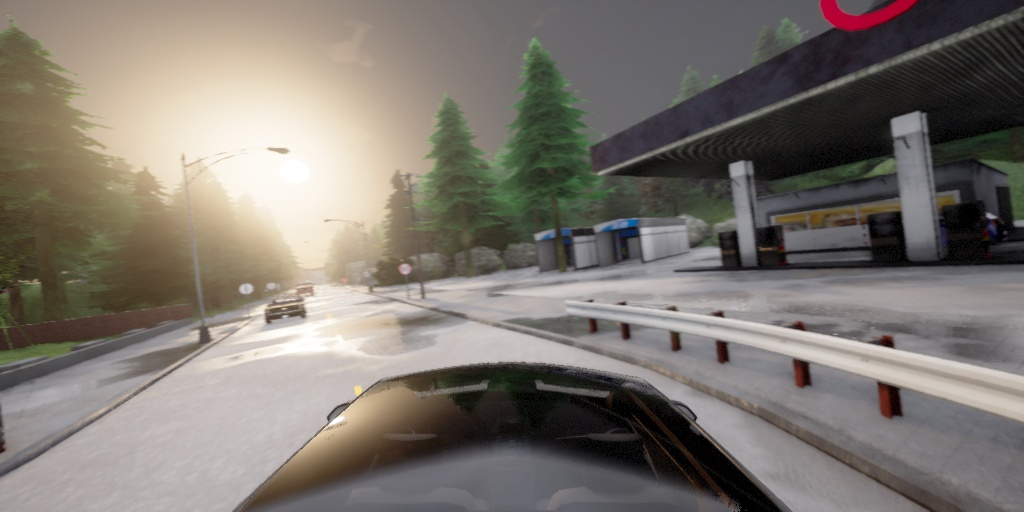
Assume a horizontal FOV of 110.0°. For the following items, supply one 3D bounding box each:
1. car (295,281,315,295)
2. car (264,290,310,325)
[{"bbox_3d":[-30.428,4.779,52.796,2.150,2.045,5.566,-7,0,-28],"label":"car"},{"bbox_3d":[-12.835,2.957,20.521,1.895,1.301,4.718,-7,0,-29],"label":"car"}]
